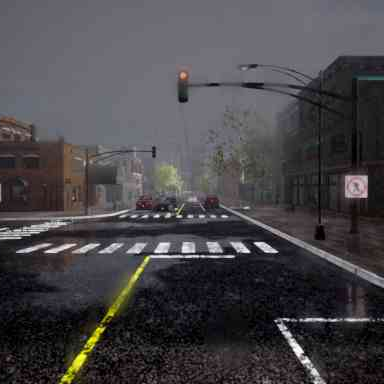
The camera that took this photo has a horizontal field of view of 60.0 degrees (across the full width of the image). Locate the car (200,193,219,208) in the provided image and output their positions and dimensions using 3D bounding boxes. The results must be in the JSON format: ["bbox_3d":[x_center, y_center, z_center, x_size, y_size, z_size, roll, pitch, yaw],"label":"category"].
[{"bbox_3d":[2.699,1.305,46.951,2.192,1.841,5.009,-1,0,0],"label":"car"}]

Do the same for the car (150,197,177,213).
[{"bbox_3d":[-3.086,1.557,36.835,1.994,1.385,4.181,0,0,0],"label":"car"}]

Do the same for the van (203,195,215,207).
[{"bbox_3d":[2.701,1.329,52.495,1.690,1.788,3.998,-1,0,0],"label":"van"}]

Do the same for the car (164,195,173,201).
[{"bbox_3d":[-5.670,1.525,80.217,1.887,1.381,4.507,-1,0,0],"label":"car"}]

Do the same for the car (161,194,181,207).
[{"bbox_3d":[-3.056,1.467,48.367,1.882,1.535,5.008,0,0,0],"label":"car"}]

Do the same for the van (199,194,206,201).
[{"bbox_3d":[2.710,1.320,85.759,1.690,1.788,3.998,-1,0,0],"label":"van"}]

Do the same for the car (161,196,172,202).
[{"bbox_3d":[-5.672,1.548,74.673,1.947,1.339,4.313,-1,0,0],"label":"car"}]

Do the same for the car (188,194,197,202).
[{"bbox_3d":[0.022,1.336,79.272,2.097,1.767,4.553,0,0,0],"label":"car"}]

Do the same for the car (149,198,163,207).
[{"bbox_3d":[-5.678,1.570,52.497,1.802,1.307,4.206,-1,0,0],"label":"car"}]

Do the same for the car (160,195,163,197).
[{"bbox_3d":[-5.680,1.534,46.953,1.887,1.381,4.507,-1,0,0],"label":"car"}]

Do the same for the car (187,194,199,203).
[{"bbox_3d":[0.118,1.510,66.748,1.812,1.442,4.674,0,0,0],"label":"car"}]

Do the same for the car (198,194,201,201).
[{"bbox_3d":[2.706,1.536,63.583,2.008,1.369,4.403,-1,0,0],"label":"car"}]

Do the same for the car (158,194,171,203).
[{"bbox_3d":[-5.675,1.299,69.129,2.192,1.841,5.009,-1,0,0],"label":"car"}]

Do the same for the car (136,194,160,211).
[{"bbox_3d":[-5.683,1.306,41.409,2.192,1.841,5.009,-1,0,0],"label":"car"}]

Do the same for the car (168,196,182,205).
[{"bbox_3d":[-2.986,1.478,58.791,2.128,1.511,4.902,0,0,0],"label":"car"}]
